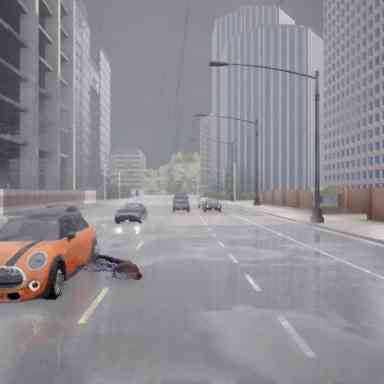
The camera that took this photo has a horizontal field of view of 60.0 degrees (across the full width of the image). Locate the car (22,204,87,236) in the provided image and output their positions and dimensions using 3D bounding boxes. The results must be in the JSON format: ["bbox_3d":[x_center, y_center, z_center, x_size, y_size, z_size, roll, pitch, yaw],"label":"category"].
[{"bbox_3d":[-7.722,1.505,19.226,1.837,1.490,4.892,0,0,-2],"label":"car"}]

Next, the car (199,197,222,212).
[{"bbox_3d":[2.234,1.601,38.549,1.895,1.301,4.718,0,0,-2],"label":"car"}]

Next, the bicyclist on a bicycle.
[{"bbox_3d":[-2.045,1.994,8.679,1.620,0.582,1.656,13,-1,10],"label":"bicyclist on a bicycle"}]

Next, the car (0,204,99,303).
[{"bbox_3d":[-3.880,1.349,8.387,2.097,1.767,4.553,0,0,-2],"label":"car"}]

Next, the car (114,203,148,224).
[{"bbox_3d":[-4.373,1.548,24.717,2.033,1.411,5.357,0,0,-1],"label":"car"}]

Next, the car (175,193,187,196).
[{"bbox_3d":[-1.604,1.221,47.677,2.150,2.045,5.566,0,0,-2],"label":"car"}]

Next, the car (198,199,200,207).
[{"bbox_3d":[1.811,1.525,48.381,1.812,1.442,4.674,0,0,-2],"label":"car"}]

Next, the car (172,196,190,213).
[{"bbox_3d":[-1.229,1.491,37.510,2.128,1.511,4.902,0,0,-2],"label":"car"}]
